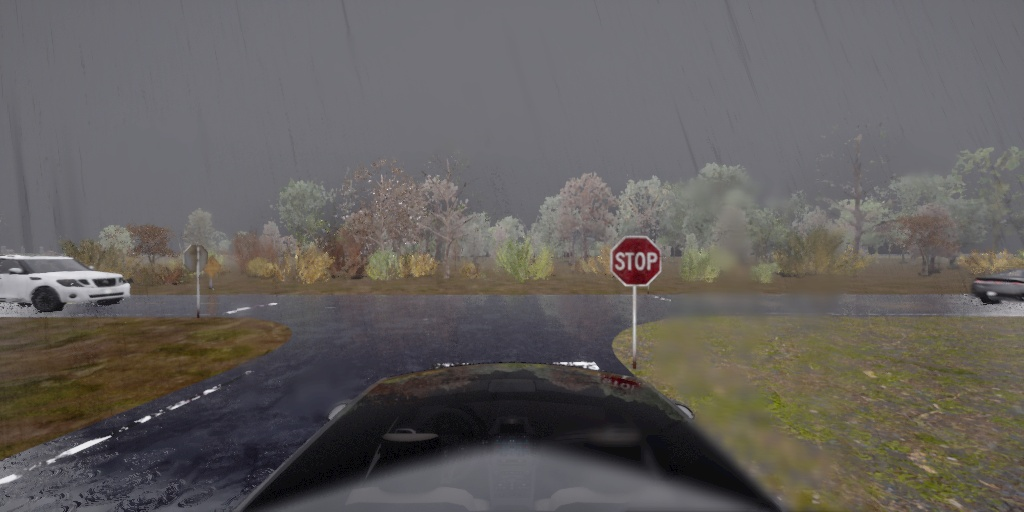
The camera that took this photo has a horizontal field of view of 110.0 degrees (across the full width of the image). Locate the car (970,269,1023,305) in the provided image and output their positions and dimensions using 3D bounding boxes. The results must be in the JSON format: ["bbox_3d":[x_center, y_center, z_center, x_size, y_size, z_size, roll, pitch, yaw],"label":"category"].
[{"bbox_3d":[20.541,1.222,13.546,4.902,1.511,2.128,0,0,0],"label":"car"}]

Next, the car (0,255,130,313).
[{"bbox_3d":[-18.030,0.980,13.562,5.566,2.045,2.150,0,0,0],"label":"car"}]

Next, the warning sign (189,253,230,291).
[{"bbox_3d":[-16.172,0.892,19.308,1.060,1.860,1.300,0,0,0],"label":"warning sign"}]
